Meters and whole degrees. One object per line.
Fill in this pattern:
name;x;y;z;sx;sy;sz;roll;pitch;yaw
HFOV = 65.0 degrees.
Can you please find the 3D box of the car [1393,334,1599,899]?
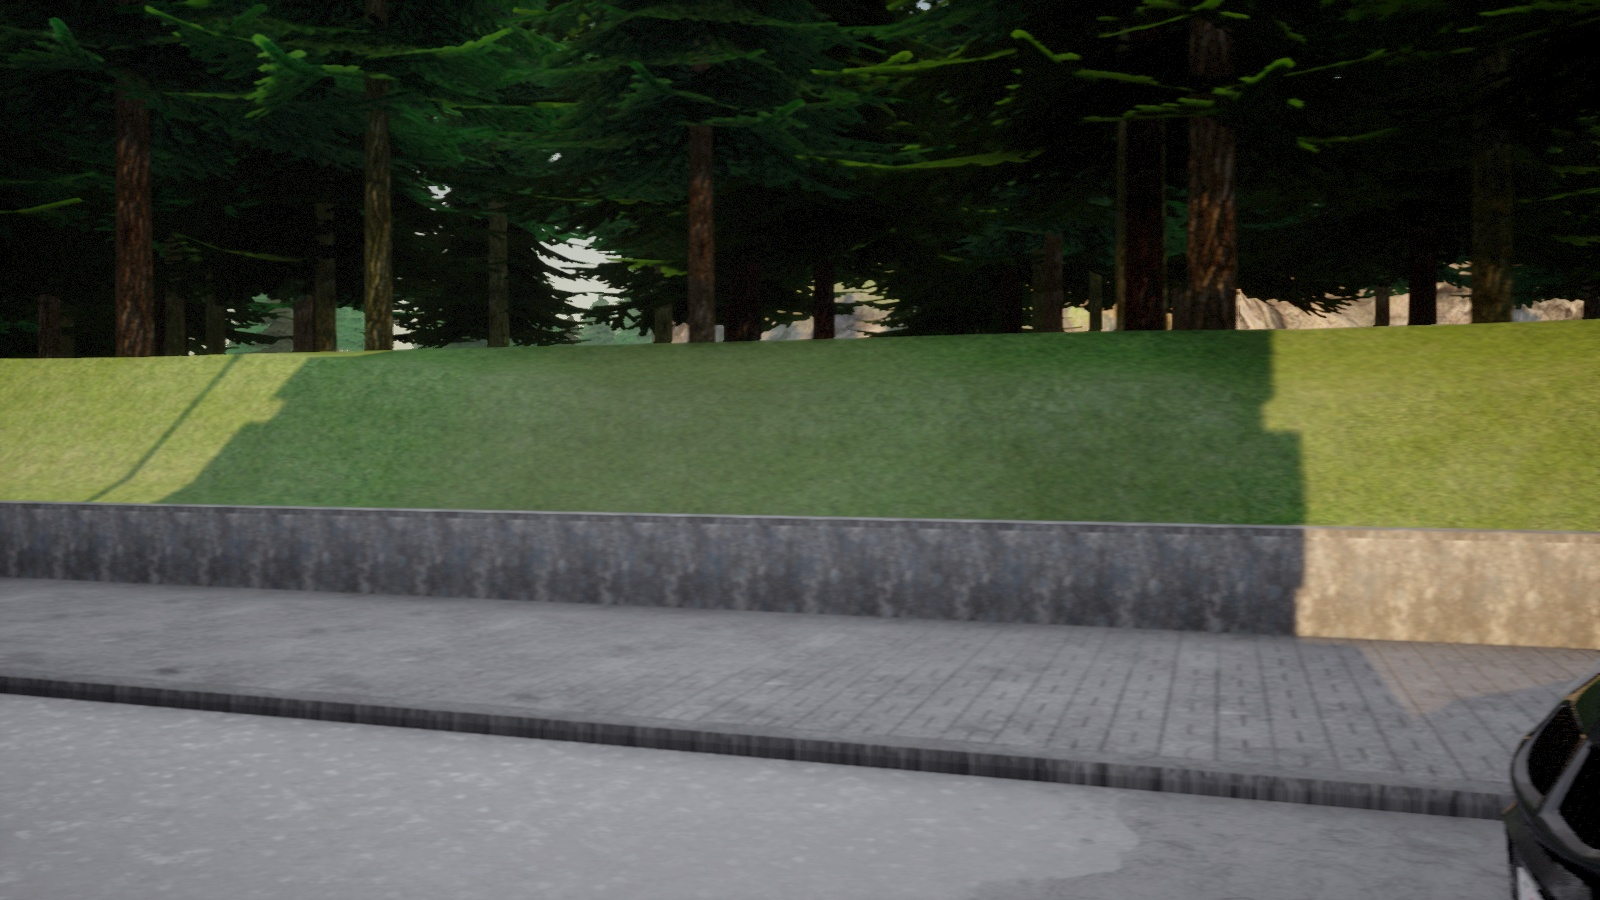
car;3.834;0.646;2.429;4.611;1.667;2.242;1;1;19
